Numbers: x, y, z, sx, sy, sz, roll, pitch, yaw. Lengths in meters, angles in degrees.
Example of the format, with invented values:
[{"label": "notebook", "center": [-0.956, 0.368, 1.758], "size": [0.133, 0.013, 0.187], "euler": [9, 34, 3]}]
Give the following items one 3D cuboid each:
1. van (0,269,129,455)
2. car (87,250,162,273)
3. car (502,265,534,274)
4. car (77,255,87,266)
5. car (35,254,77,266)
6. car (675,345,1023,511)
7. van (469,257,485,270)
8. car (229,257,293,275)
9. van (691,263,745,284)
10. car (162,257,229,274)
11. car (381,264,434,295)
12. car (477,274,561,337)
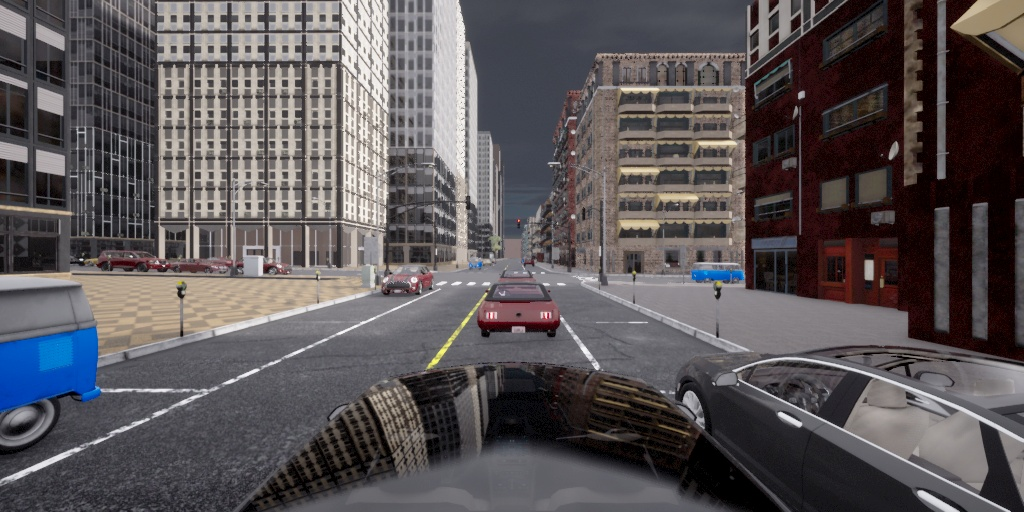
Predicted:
[{"label": "van", "center": [-5.686, 1.091, 2.492], "size": [1.690, 1.789, 3.998], "euler": [0, 0, 0]}, {"label": "car", "center": [-32.057, 0.481, 30.403], "size": [5.009, 1.841, 2.192], "euler": [0, 0, 0]}, {"label": "car", "center": [0.234, 1.352, 19.359], "size": [1.895, 1.301, 4.718], "euler": [0, 0, 0]}, {"label": "car", "center": [-43.390, 0.465, 38.855], "size": [4.829, 1.417, 1.751], "euler": [0, 0, 0]}, {"label": "car", "center": [-48.796, 0.398, 38.888], "size": [4.313, 1.339, 1.948], "euler": [0, 0, 0]}, {"label": "car", "center": [2.694, 1.300, 2.421], "size": [2.007, 1.370, 4.403], "euler": [0, 0, 0]}, {"label": "van", "center": [-5.269, 1.103, 51.910], "size": [1.690, 1.789, 3.998], "euler": [0, 0, 0]}, {"label": "car", "center": [-20.909, 0.821, 30.335], "size": [4.097, 1.591, 1.967], "euler": [0, 0, 0]}, {"label": "van", "center": [17.149, 1.456, 29.963], "size": [3.998, 1.789, 1.690], "euler": [0, 0, 0]}, {"label": "car", "center": [-26.483, 0.856, 30.369], "size": [4.207, 1.307, 1.802], "euler": [0, 0, 0]}, {"label": "car", "center": [-5.543, 1.191, 19.437], "size": [1.967, 1.591, 4.097], "euler": [0, 0, 0]}, {"label": "car", "center": [0.170, 1.351, 10.190], "size": [1.895, 1.301, 4.718], "euler": [0, 0, 1]}]
